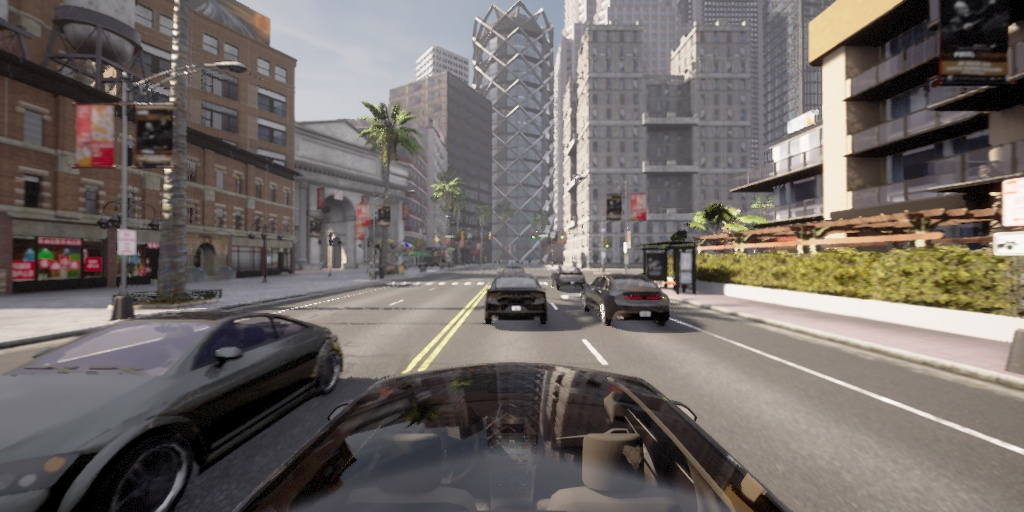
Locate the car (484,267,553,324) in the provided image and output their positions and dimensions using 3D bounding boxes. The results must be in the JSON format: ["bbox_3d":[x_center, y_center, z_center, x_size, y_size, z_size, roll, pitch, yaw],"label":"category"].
[{"bbox_3d":[0.120,1.314,12.411,1.882,1.535,5.008,0,0,0],"label":"car"}]

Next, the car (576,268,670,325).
[{"bbox_3d":[3.618,1.340,12.147,1.837,1.490,4.892,0,0,0],"label":"car"}]

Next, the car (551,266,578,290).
[{"bbox_3d":[3.669,1.420,23.826,2.128,1.511,4.902,0,0,1],"label":"car"}]

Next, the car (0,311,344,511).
[{"bbox_3d":[-3.591,1.331,3.852,1.994,1.385,4.181,0,0,0],"label":"car"}]
